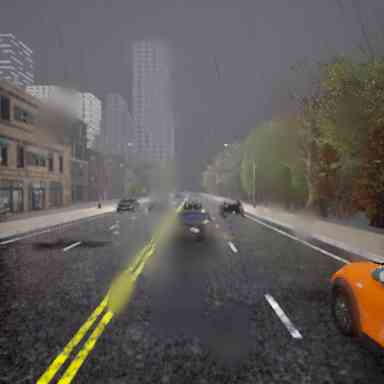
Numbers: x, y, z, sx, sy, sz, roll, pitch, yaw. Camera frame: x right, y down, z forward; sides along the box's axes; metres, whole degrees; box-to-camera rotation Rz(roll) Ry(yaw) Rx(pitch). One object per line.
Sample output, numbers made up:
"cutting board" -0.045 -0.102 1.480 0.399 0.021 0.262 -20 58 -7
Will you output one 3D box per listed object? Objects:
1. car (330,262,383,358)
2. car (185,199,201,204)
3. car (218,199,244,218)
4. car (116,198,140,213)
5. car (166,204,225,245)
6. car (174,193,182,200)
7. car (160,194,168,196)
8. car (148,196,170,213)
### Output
"car" 3.349 1.338 3.722 2.097 1.767 4.553 0 0 0
"car" 0.095 1.470 37.183 1.895 1.301 4.718 0 0 0
"car" 3.349 1.391 28.961 2.128 1.511 4.902 0 0 0
"car" -6.586 1.383 34.719 1.837 1.490 4.892 0 0 0
"car" 0.103 1.496 15.102 2.033 1.411 5.357 0 0 0
"car" -3.251 1.005 77.013 1.882 1.535 5.008 0 0 0
"car" -6.501 1.067 77.013 2.033 1.411 5.357 0 0 0
"car" -3.337 1.442 34.547 1.994 1.385 4.181 0 0 0
